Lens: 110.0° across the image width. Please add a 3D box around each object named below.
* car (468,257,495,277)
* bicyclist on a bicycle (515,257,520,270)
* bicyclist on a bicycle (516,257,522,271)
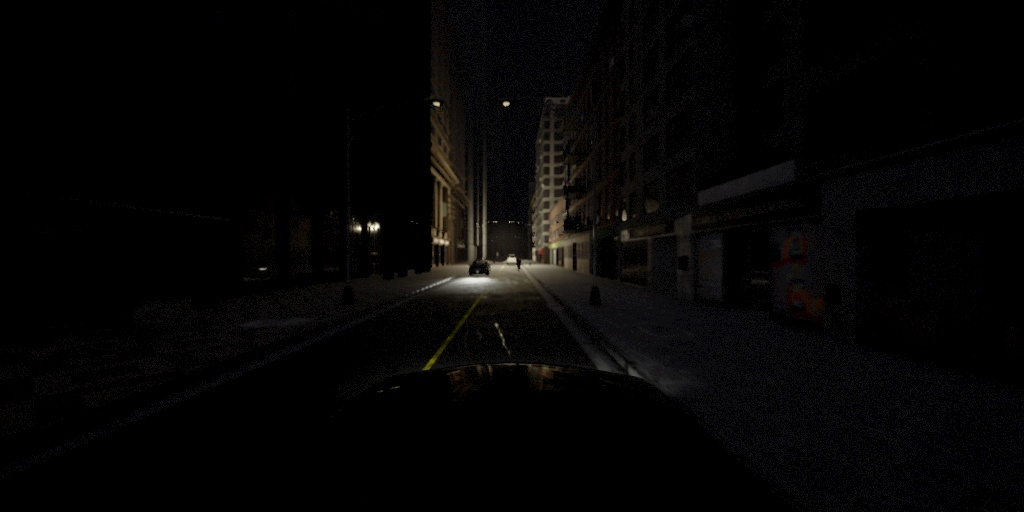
[{"bbox_3d":[-3.093,1.155,34.809,2.128,1.511,4.902,0,0,0],"label":"car"},{"bbox_3d":[0.824,0.982,49.868,0.659,1.776,1.843,0,0,0],"label":"bicyclist on a bicycle"},{"bbox_3d":[0.826,1.096,40.824,0.582,1.620,1.656,0,0,0],"label":"bicyclist on a bicycle"}]
